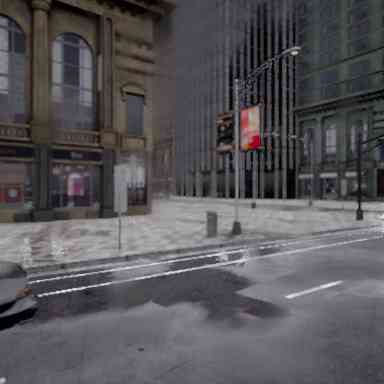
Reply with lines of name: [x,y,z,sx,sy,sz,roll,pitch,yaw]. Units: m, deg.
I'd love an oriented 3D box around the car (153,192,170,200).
car: [-5.660,0.685,59.840,1.812,1.442,4.674,0,1,-35]

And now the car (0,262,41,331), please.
car: [-4.901,1.556,4.180,5.357,1.411,2.033,0,0,-35]
